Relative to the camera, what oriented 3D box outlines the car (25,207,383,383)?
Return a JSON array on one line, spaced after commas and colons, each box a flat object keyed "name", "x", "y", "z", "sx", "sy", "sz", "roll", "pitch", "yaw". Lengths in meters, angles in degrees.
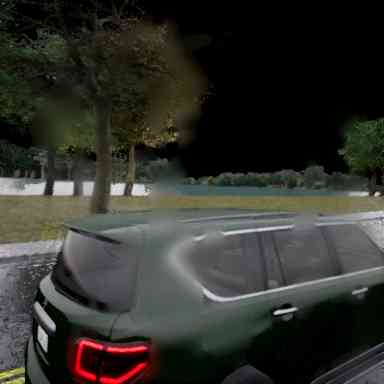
[{"name": "car", "x": 1.016, "y": 1.211, "z": 4.163, "sx": 5.566, "sy": 2.045, "sz": 2.150, "roll": 0, "pitch": 0, "yaw": -36}]
